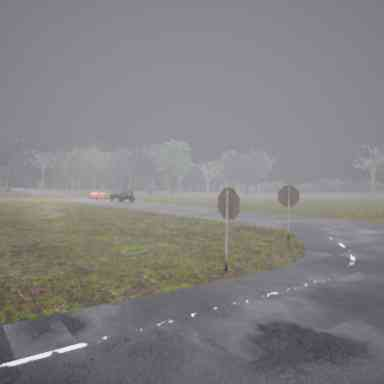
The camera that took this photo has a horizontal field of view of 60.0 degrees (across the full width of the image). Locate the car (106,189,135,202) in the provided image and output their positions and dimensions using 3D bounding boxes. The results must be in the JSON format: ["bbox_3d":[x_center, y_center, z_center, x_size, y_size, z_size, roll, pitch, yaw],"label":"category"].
[{"bbox_3d":[-10.849,0.527,51.486,2.150,2.045,5.566,1,0,-35],"label":"car"}]

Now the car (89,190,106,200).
[{"bbox_3d":[-16.838,0.458,59.939,2.097,1.767,4.553,1,0,-35],"label":"car"}]
